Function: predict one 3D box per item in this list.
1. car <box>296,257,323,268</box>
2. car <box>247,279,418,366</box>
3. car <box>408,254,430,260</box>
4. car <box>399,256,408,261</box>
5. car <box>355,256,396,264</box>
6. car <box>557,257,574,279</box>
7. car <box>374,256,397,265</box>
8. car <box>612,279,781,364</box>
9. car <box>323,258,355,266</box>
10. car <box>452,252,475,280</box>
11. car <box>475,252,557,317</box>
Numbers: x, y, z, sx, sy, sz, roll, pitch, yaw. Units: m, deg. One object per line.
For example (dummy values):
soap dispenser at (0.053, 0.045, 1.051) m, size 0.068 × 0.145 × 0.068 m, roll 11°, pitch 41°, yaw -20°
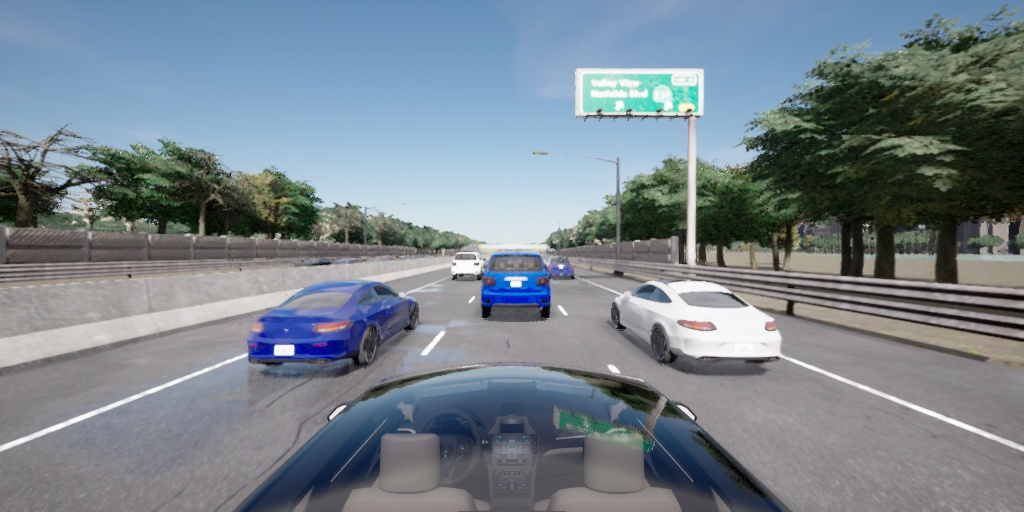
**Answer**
car at (-20.942, 0.890, 38.276) m, size 1.882 × 1.535 × 5.008 m, roll 0°, pitch 1°, yaw 1°
car at (-3.416, 1.223, 7.700) m, size 1.812 × 1.442 × 4.674 m, roll 0°, pitch 1°, yaw 0°
car at (-13.752, 0.615, 54.790) m, size 2.097 × 1.767 × 4.553 m, roll 0°, pitch 0°, yaw 1°
car at (-17.164, 0.715, 59.093) m, size 2.128 × 1.511 × 4.902 m, roll 0°, pitch 0°, yaw 1°
car at (-13.956, 0.951, 36.947) m, size 1.812 × 1.442 × 4.674 m, roll 0°, pitch 1°, yaw 1°
car at (3.678, 0.854, 28.936) m, size 2.097 × 1.767 × 4.553 m, roll 0°, pitch 1°, yaw 0°
car at (-20.665, 0.701, 58.867) m, size 1.882 × 1.535 × 5.008 m, roll 0°, pitch 0°, yaw 1°
car at (3.584, 1.222, 7.821) m, size 1.812 × 1.442 × 4.674 m, roll 0°, pitch 1°, yaw 0°
car at (-17.450, 0.984, 37.520) m, size 1.994 × 1.385 × 4.181 m, roll 0°, pitch 1°, yaw 1°
car at (-3.325, 0.729, 28.213) m, size 2.150 × 2.045 × 5.566 m, roll 0°, pitch 1°, yaw 0°
car at (0.113, 0.872, 12.840) m, size 2.150 × 2.045 × 5.566 m, roll 0°, pitch 0°, yaw 0°
